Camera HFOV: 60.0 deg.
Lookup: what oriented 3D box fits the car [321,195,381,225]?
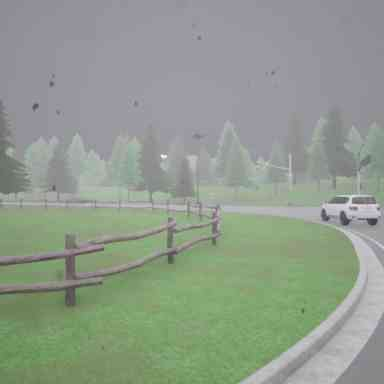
[{"bbox_3d":[11.231,1.221,23.955,2.150,2.045,5.566,0,0,0],"label":"car"}]

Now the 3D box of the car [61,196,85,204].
[{"bbox_3d":[-21.872,1.525,61.244,4.674,1.442,1.812,0,0,21],"label":"car"}]
